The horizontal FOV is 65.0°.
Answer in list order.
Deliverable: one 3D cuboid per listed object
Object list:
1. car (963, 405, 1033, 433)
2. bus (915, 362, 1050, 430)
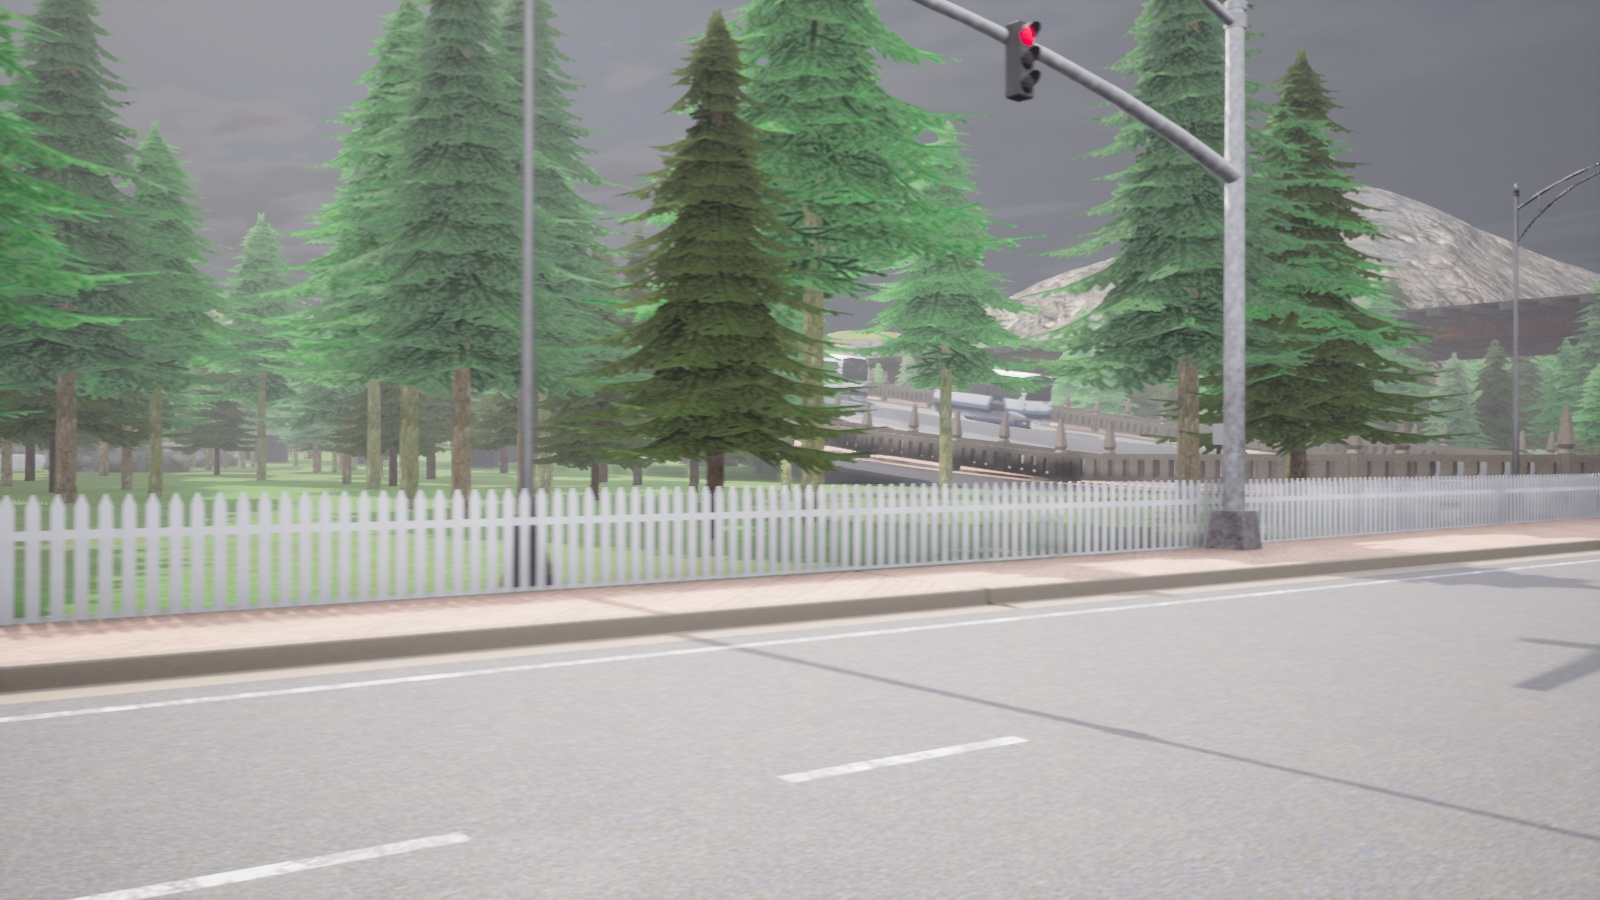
[{"bbox_3d":[14.245,-2.227,90.647,2.163,1.488,4.792,0,7,-36],"label":"car"},{"bbox_3d":[13.930,-4.252,96.991,3.944,4.253,10.273,0,7,-36],"label":"bus"}]
